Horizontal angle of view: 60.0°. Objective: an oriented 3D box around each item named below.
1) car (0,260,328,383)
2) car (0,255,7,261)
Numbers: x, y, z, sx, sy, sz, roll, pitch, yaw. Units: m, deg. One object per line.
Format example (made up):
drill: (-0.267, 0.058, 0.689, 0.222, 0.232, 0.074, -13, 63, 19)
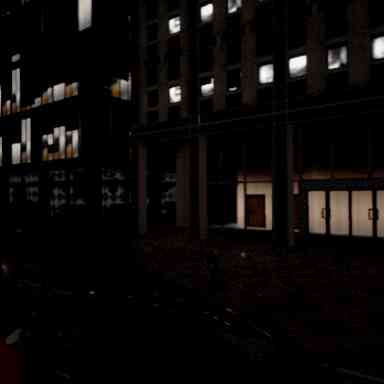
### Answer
car: (-0.778, 1.608, 3.429, 4.206, 1.307, 1.802, -1, 0, 36)
car: (-5.376, 1.525, 6.710, 4.097, 1.590, 1.967, -1, 0, 36)
